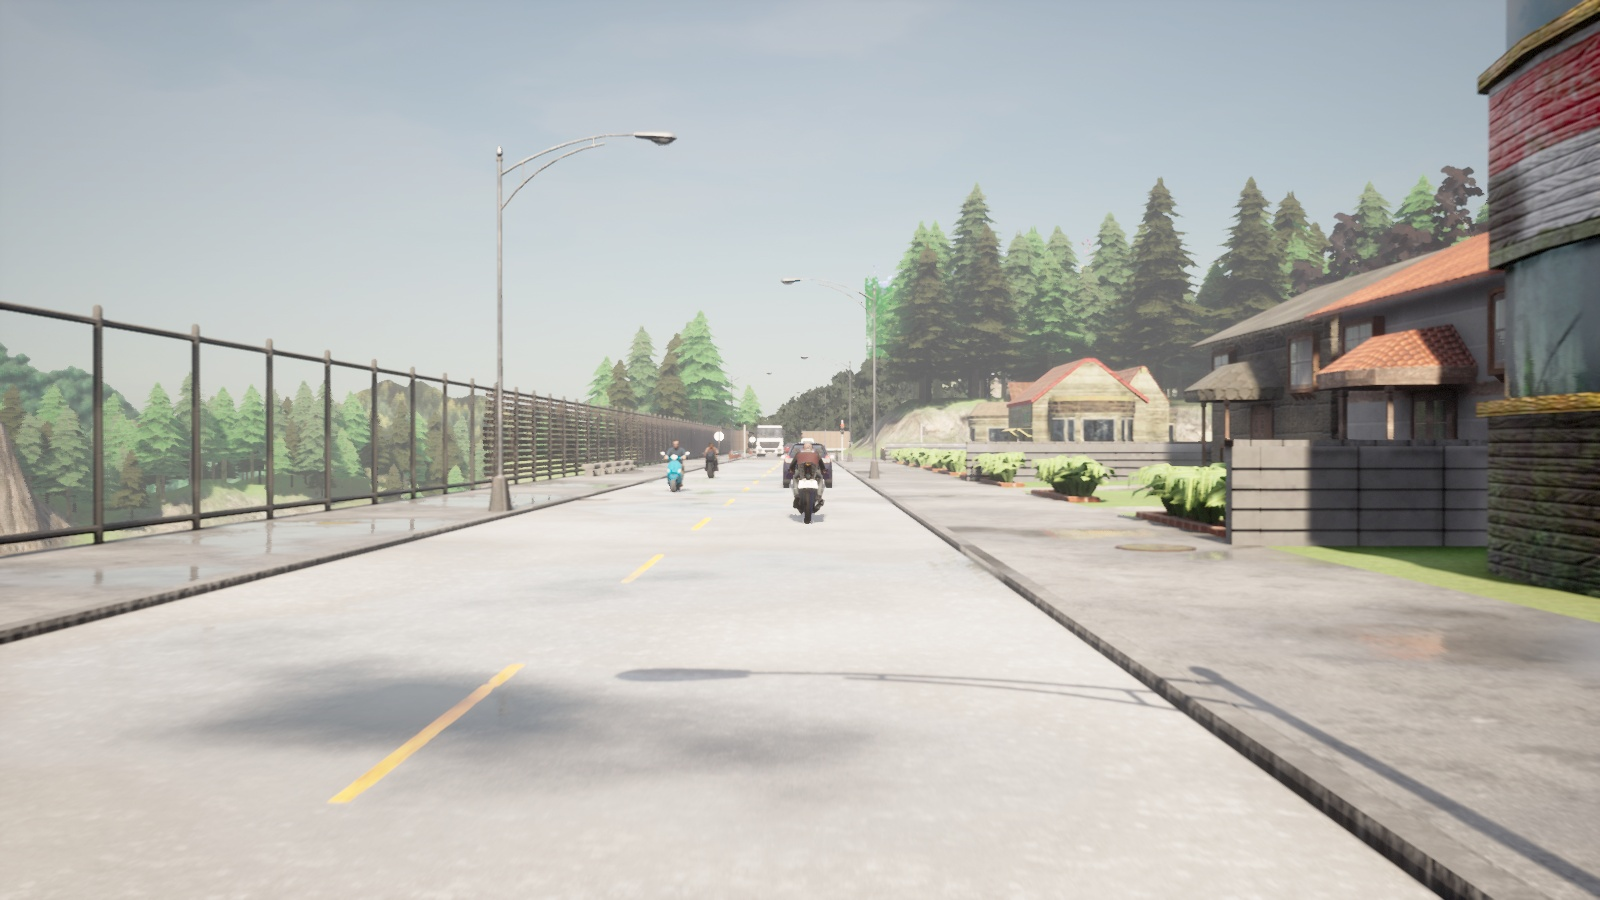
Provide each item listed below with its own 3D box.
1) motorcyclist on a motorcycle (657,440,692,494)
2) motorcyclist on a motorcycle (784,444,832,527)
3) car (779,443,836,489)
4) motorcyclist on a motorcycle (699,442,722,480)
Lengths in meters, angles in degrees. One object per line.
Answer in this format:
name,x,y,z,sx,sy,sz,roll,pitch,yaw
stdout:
motorcyclist on a motorcycle,-3.769,0.483,37.936,0.866,1.590,1.817,0,0,0
motorcyclist on a motorcycle,0.153,0.645,24.222,0.866,1.530,2.191,0,0,0
car,0.259,0.519,42.846,1.845,1.501,3.633,0,0,0
motorcyclist on a motorcycle,-3.689,0.432,52.063,0.797,1.523,2.044,0,0,0
